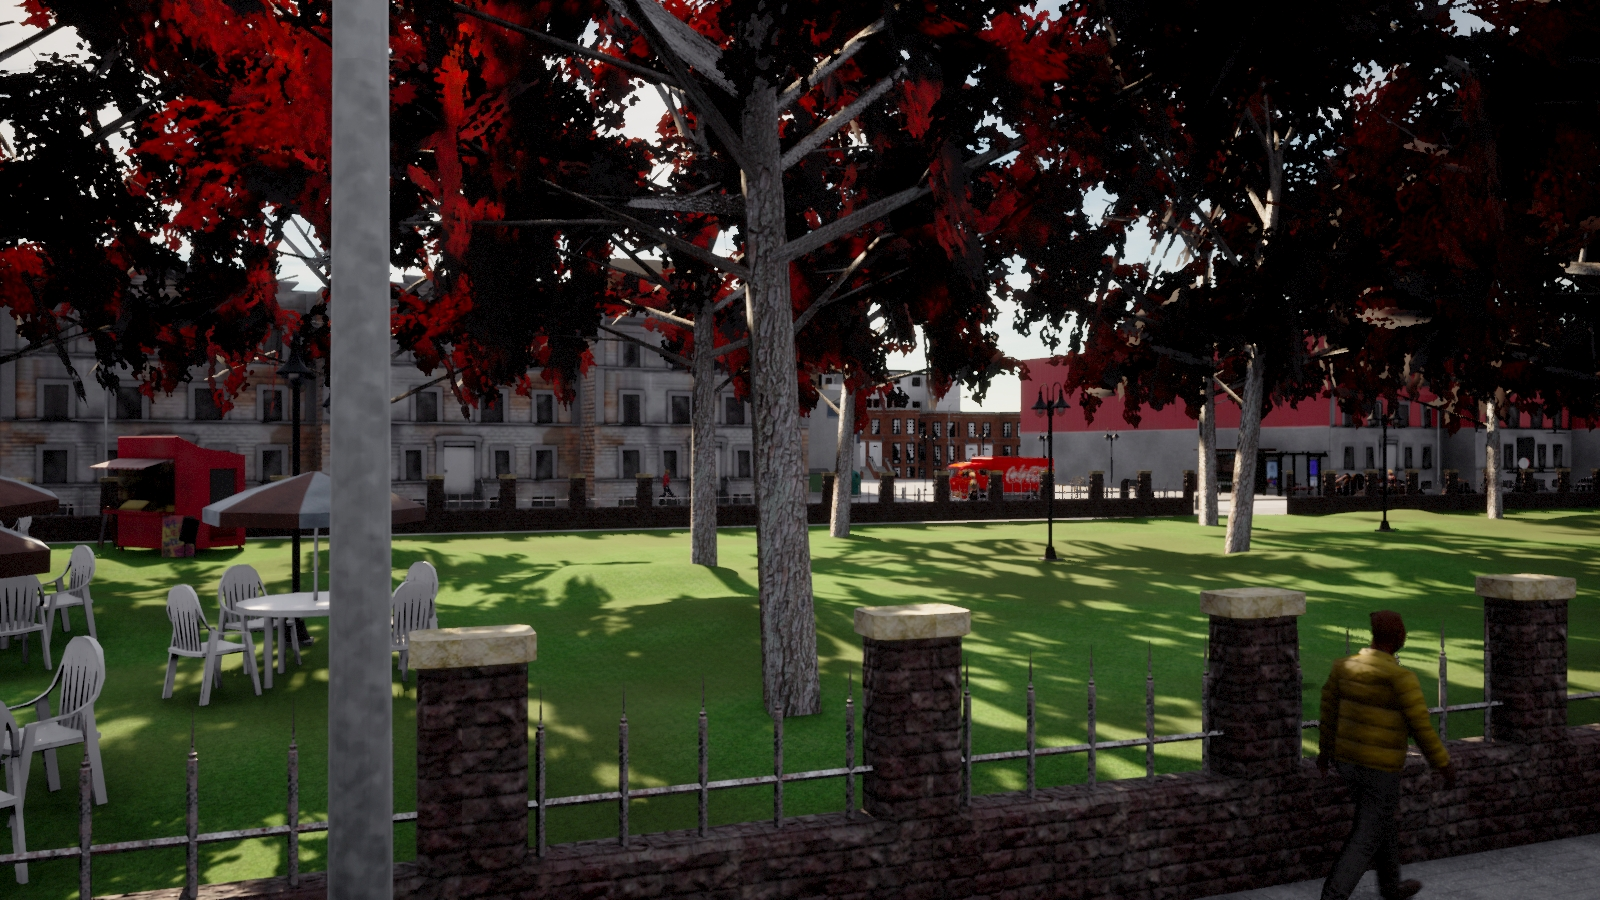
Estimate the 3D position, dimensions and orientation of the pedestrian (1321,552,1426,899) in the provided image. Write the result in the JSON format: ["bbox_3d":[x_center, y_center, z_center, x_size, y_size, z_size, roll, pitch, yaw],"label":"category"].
[{"bbox_3d":[3.238,1.527,6.462,0.375,1.860,0.375,0,0,-20],"label":"pedestrian"}]

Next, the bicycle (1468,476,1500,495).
[{"bbox_3d":[39.831,2.060,66.522,1.487,1.080,0.859,0,0,-20],"label":"bicycle"}]

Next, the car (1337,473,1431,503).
[{"bbox_3d":[29.992,1.930,58.701,4.181,1.385,1.994,-1,0,-20],"label":"car"}]

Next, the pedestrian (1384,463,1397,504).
[{"bbox_3d":[27.183,1.542,52.557,0.375,1.860,0.375,0,0,-20],"label":"pedestrian"}]

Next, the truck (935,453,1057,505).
[{"bbox_3d":[9.510,1.359,55.492,5.204,2.467,2.627,0,0,-20],"label":"truck"}]

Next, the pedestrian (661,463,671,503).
[{"bbox_3d":[-6.262,1.530,53.461,0.375,1.860,0.375,0,0,-20],"label":"pedestrian"}]

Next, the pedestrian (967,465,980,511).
[{"bbox_3d":[7.007,1.532,46.092,0.375,1.860,0.375,0,0,-21],"label":"pedestrian"}]

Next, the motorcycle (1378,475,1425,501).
[{"bbox_3d":[31.147,1.969,59.124,2.356,1.277,0.764,0,0,-20],"label":"motorcycle"}]
